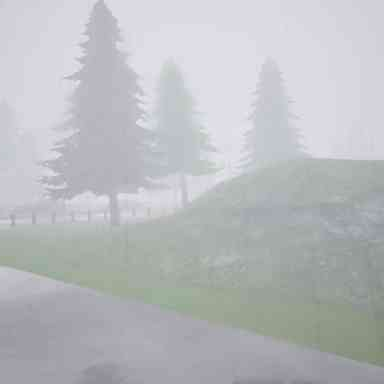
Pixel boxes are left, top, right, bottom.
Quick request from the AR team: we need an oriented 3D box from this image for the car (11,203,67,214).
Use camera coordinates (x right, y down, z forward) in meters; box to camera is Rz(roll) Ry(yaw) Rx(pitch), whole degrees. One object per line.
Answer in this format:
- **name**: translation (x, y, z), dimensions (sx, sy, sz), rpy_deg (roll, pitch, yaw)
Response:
- **car**: translation (-14.150, 1.385, 31.004), dimensions (2.128, 1.511, 4.902), rpy_deg (0, 0, 44)

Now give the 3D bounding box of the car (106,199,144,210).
- **car**: translation (-7.517, 1.466, 37.335), dimensions (4.181, 1.385, 1.994), rpy_deg (0, 0, -40)

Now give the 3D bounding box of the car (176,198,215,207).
- **car**: translation (0.541, 1.462, 43.613), dimensions (5.357, 1.411, 2.033), rpy_deg (0, 0, -35)
